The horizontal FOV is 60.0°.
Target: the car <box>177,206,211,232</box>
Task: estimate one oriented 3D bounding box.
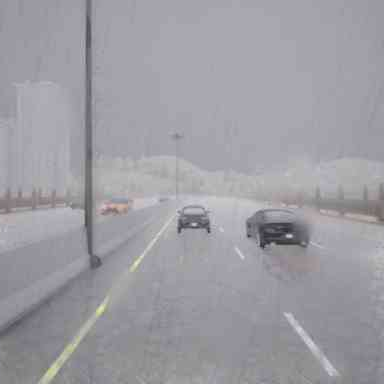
[{"bbox_3d":[0.110,1.526,19.774,1.812,1.442,4.674,0,0,0],"label":"car"}]

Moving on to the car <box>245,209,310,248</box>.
[{"bbox_3d":[3.607,1.478,14.776,1.882,1.535,5.008,0,0,0],"label":"car"}]

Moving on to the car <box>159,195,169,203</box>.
[{"bbox_3d":[-6.086,1.472,72.213,1.882,1.535,5.008,0,0,2],"label":"car"}]

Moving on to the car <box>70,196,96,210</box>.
[{"bbox_3d":[-13.963,1.351,42.801,2.097,1.767,4.553,0,0,1],"label":"car"}]

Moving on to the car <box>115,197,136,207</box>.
[{"bbox_3d":[-10.253,1.547,51.488,2.033,1.411,5.357,0,0,2],"label":"car"}]

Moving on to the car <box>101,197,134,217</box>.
[{"bbox_3d":[-7.064,1.351,31.567,2.097,1.767,4.553,0,0,0],"label":"car"}]
